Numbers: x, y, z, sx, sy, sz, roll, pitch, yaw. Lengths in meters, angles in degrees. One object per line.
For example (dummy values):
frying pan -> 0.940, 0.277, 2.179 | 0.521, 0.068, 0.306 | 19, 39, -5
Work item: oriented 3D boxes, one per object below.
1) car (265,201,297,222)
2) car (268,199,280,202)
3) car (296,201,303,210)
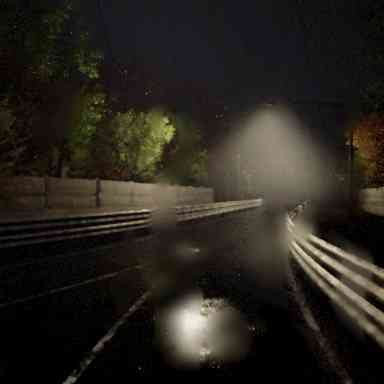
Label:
car -> 7.159, 1.692, 26.913 | 1.895, 1.301, 4.718 | 0, 0, 21
car -> 12.506, 1.789, 50.713 | 1.895, 1.301, 4.718 | 0, 0, 21
car -> 13.393, 1.764, 43.385 | 1.895, 1.301, 4.718 | 0, 0, 21
